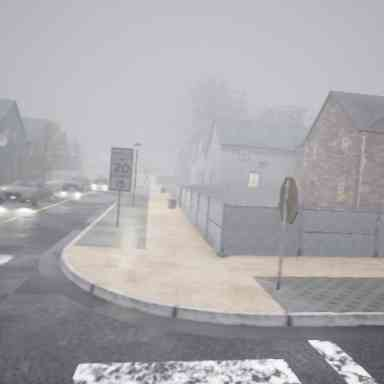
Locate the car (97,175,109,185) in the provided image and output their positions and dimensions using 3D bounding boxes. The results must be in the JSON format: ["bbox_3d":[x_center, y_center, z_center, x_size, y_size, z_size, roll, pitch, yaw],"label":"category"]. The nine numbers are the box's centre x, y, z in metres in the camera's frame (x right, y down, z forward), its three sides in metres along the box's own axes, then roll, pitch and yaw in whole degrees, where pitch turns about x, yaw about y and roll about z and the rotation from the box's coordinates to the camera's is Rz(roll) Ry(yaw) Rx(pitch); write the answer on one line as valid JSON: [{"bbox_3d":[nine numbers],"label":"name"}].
[{"bbox_3d":[-12.767,-1.771,48.002,1.895,1.301,4.718,4,3,-7],"label":"car"}]

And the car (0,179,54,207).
[{"bbox_3d":[-9.299,-0.033,18.859,1.994,1.385,4.181,4,3,-7],"label":"car"}]

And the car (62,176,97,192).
[{"bbox_3d":[-10.887,-0.845,31.881,2.033,1.411,5.357,4,3,-7],"label":"car"}]
